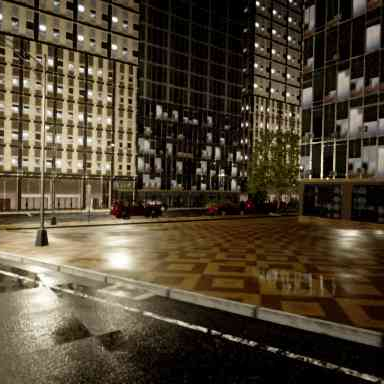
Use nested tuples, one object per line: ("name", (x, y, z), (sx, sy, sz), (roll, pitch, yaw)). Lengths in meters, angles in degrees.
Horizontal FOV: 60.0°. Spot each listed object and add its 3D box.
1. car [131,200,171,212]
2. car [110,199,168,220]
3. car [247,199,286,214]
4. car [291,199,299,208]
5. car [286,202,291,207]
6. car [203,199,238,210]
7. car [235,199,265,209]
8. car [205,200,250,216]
("car", (-5.081, 1.715, 41.264), (4.403, 1.369, 2.008), (1, 1, -34))
("car", (-5.287, 1.641, 31.556), (5.009, 1.841, 2.192), (1, 1, -34))
("car", (8.728, 1.779, 41.187), (5.009, 1.841, 2.192), (1, 1, -34))
("car", (18.279, 1.961, 57.318), (4.313, 1.339, 1.947), (1, 1, -34))
("car", (13.606, 1.931, 54.107), (4.206, 1.307, 1.802), (1, 1, -34))
("car", (4.123, 1.780, 47.589), (4.829, 1.417, 1.752), (1, 1, -34))
("car", (8.935, 1.868, 50.896), (4.313, 1.339, 1.947), (1, 1, -34))
("car", (4.051, 1.963, 37.981), (4.507, 1.381, 1.887), (1, 1, -34))
